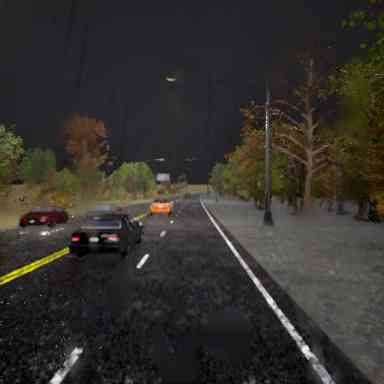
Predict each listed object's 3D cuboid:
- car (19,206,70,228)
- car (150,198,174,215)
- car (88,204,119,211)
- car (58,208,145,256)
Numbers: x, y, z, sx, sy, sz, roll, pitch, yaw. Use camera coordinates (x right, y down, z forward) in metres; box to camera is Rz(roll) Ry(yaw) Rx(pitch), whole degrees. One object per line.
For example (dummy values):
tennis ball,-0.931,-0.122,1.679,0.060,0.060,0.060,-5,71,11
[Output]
car,-9.775,1.614,22.326,1.994,1.385,4.181,0,0,1
car,-3.030,1.420,34.383,2.097,1.767,4.553,0,0,1
car,-6.499,1.602,24.891,2.033,1.411,5.357,0,0,1
car,-3.132,1.580,13.166,2.033,1.411,5.357,0,0,0
